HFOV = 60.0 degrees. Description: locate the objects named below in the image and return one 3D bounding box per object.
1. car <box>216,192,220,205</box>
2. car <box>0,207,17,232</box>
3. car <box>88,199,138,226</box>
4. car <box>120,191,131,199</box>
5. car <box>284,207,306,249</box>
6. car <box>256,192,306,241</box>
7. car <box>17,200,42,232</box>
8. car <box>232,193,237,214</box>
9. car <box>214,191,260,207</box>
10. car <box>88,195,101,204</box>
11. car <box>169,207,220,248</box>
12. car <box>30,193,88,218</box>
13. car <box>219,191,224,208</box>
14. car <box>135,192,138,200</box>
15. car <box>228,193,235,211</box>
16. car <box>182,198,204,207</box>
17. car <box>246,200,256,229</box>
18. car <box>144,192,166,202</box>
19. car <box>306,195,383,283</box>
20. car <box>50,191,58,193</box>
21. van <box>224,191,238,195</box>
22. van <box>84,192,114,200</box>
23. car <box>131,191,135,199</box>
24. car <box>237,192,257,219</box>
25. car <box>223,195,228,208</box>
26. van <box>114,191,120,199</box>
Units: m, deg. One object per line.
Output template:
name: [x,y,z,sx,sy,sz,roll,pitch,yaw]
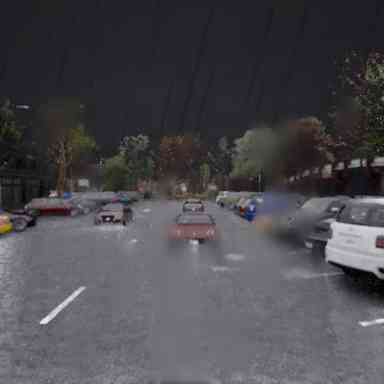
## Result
car: [5.955,0.984,41.408,5.566,2.045,2.435,1,1,-20]
car: [-11.172,1.397,14.985,5.366,1.575,1.946,-1,1,-20]
car: [-5.093,1.431,22.144,1.994,1.385,4.181,0,0,0]
car: [-10.953,0.983,41.699,5.566,2.045,2.435,-1,0,-20]
car: [5.926,1.420,11.216,4.892,1.521,2.231,1,0,-20]
car: [5.913,1.150,14.221,5.566,2.045,2.435,1,1,-20]
car: [-10.975,1.408,18.031,4.792,1.488,2.163,-1,0,-20]
car: [5.928,1.203,26.310,4.553,1.767,2.185,1,0,-20]
car: [6.000,0.966,44.468,5.566,2.045,2.435,1,0,-20]
car: [-10.986,1.309,29.856,4.892,1.521,2.231,-1,1,-20]
car: [0.096,1.516,14.200,1.895,1.301,4.718,0,0,0]
car: [-11.020,1.201,26.881,4.553,1.767,2.185,-1,0,-20]
car: [6.004,1.130,38.410,4.553,1.767,2.185,1,1,-20]
car: [-10.988,0.928,50.542,5.566,2.045,2.435,-1,1,-20]
car: [5.923,1.185,29.339,4.553,1.767,2.185,1,0,-20]
car: [0.116,1.304,31.269,2.128,1.511,4.902,0,0,0]
car: [5.772,1.378,17.185,5.366,1.575,1.946,1,1,-20]
car: [-7.482,0.924,65.988,2.150,2.045,5.566,0,0,-39]
car: [5.969,1.186,8.193,5.566,2.045,2.435,1,0,-20]
car: [-26.630,0.846,63.927,2.435,2.045,5.566,0,1,-19]
van: [6.077,1.049,35.427,4.442,1.987,1.878,1,0,-20]
van: [-11.092,1.048,35.723,4.442,1.987,1.878,-1,1,-20]
car: [-10.948,0.964,44.658,5.566,2.045,2.435,-1,0,-20]
car: [5.979,1.114,20.284,5.566,2.045,2.435,1,0,-20]
car: [5.970,1.293,32.361,4.892,1.521,2.231,1,1,-20]
van: [-11.088,1.029,38.682,4.442,1.987,1.878,-1,1,-20]
